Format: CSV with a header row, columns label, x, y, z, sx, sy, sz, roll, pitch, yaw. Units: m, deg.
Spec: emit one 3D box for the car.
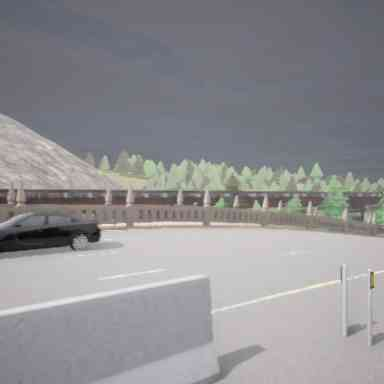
label,x,y,z,sx,sy,sz,roll,pitch,yaw
car,-5.979,1.485,12.622,5.008,1.535,1.882,0,0,-35
